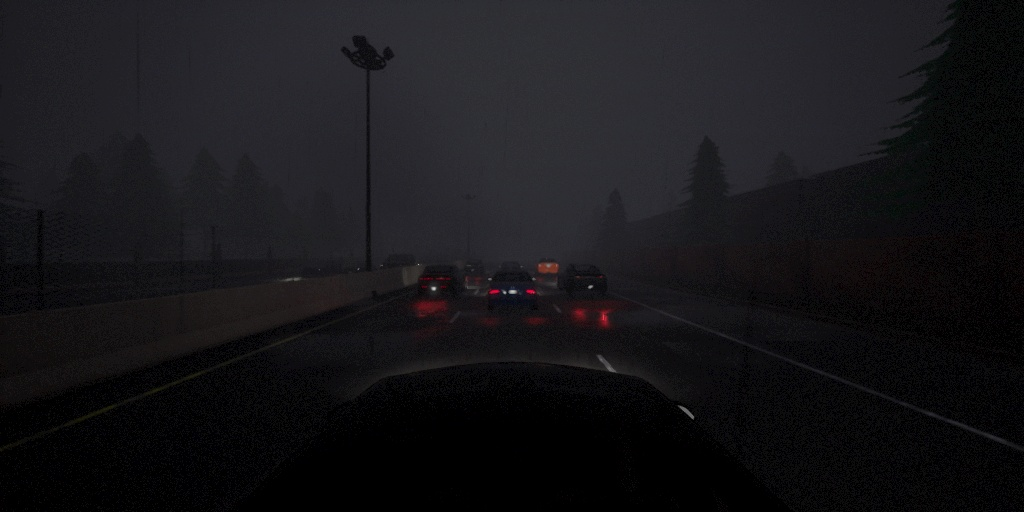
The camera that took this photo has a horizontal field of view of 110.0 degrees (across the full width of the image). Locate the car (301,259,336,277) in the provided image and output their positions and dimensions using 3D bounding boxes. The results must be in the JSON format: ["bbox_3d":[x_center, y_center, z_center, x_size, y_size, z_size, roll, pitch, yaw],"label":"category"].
[{"bbox_3d":[-17.819,1.103,33.818,1.882,1.535,5.008,0,0,0],"label":"car"}]

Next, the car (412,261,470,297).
[{"bbox_3d":[-3.517,1.183,18.478,1.837,1.490,4.892,0,0,0],"label":"car"}]

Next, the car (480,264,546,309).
[{"bbox_3d":[0.009,1.240,14.506,2.033,1.411,5.357,0,0,0],"label":"car"}]

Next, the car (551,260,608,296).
[{"bbox_3d":[3.484,1.162,18.390,2.128,1.511,4.902,0,0,0],"label":"car"}]

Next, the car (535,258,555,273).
[{"bbox_3d":[3.365,0.946,35.217,2.097,1.767,4.553,0,0,0],"label":"car"}]

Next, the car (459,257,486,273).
[{"bbox_3d":[-3.636,1.093,35.464,2.128,1.511,4.902,0,0,0],"label":"car"}]

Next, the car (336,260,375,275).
[{"bbox_3d":[-14.320,1.147,33.841,1.812,1.442,4.674,0,0,0],"label":"car"}]

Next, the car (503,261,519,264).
[{"bbox_3d":[-0.104,1.166,30.640,2.033,1.411,5.357,0,0,0],"label":"car"}]

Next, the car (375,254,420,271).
[{"bbox_3d":[-10.824,0.836,34.417,2.150,2.045,5.566,0,0,0],"label":"car"}]
